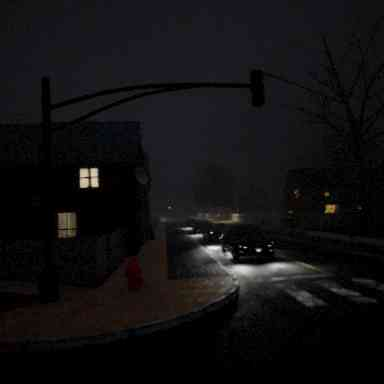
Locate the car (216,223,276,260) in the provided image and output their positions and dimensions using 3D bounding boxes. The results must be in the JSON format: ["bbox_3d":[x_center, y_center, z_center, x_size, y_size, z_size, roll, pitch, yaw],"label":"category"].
[{"bbox_3d":[2.665,2.413,16.721,1.837,1.490,4.892,-2,-3,-5],"label":"car"}]

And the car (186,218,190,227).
[{"bbox_3d":[0.076,4.657,50.834,1.994,1.385,4.181,-2,-3,-5],"label":"car"}]

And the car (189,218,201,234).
[{"bbox_3d":[1.171,3.695,35.785,1.994,1.385,4.181,-2,-3,-5],"label":"car"}]

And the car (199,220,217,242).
[{"bbox_3d":[1.950,3.101,25.908,1.895,1.301,4.718,-2,-3,-5],"label":"car"}]
